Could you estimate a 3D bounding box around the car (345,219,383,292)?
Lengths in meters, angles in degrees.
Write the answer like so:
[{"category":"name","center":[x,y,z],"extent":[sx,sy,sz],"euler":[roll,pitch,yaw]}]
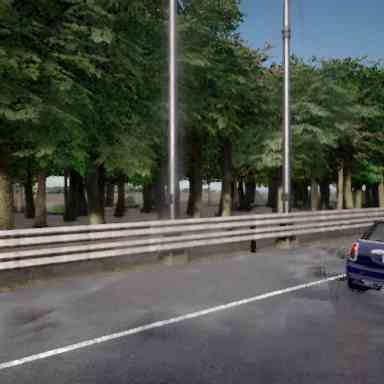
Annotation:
[{"category":"car","center":[5.579,1.325,7.610],"extent":[4.553,1.767,2.097],"euler":[0,0,-35]}]
